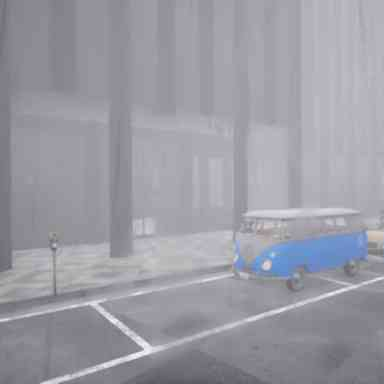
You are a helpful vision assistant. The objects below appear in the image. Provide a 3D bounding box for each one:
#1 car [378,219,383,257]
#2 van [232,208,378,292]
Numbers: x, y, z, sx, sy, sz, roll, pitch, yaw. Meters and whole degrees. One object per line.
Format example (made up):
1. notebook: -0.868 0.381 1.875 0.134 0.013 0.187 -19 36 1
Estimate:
1. car: 7.320 1.494 11.762 4.829 1.417 1.752 0 0 -36
2. van: 2.859 1.323 8.581 3.998 1.788 1.690 0 0 -36
